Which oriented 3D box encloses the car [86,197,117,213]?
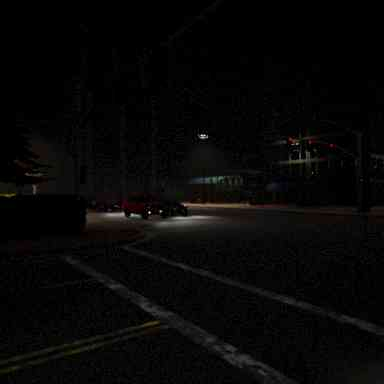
[{"bbox_3d":[-10.082,1.595,37.305,1.895,1.301,4.718,0,0,-36],"label":"car"}]

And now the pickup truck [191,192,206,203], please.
[{"bbox_3d":[1.075,1.042,62.307,2.390,2.098,6.274,0,0,-5],"label":"pickup truck"}]

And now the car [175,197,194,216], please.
[{"bbox_3d":[-2.203,1.497,32.414,1.837,1.490,4.892,0,0,-36],"label":"car"}]

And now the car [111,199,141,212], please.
[{"bbox_3d":[-8.112,1.556,40.554,1.994,1.385,4.181,0,0,-36],"label":"car"}]

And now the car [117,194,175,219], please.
[{"bbox_3d":[-4.157,1.215,29.147,2.150,2.045,5.566,0,0,-36],"label":"car"}]
